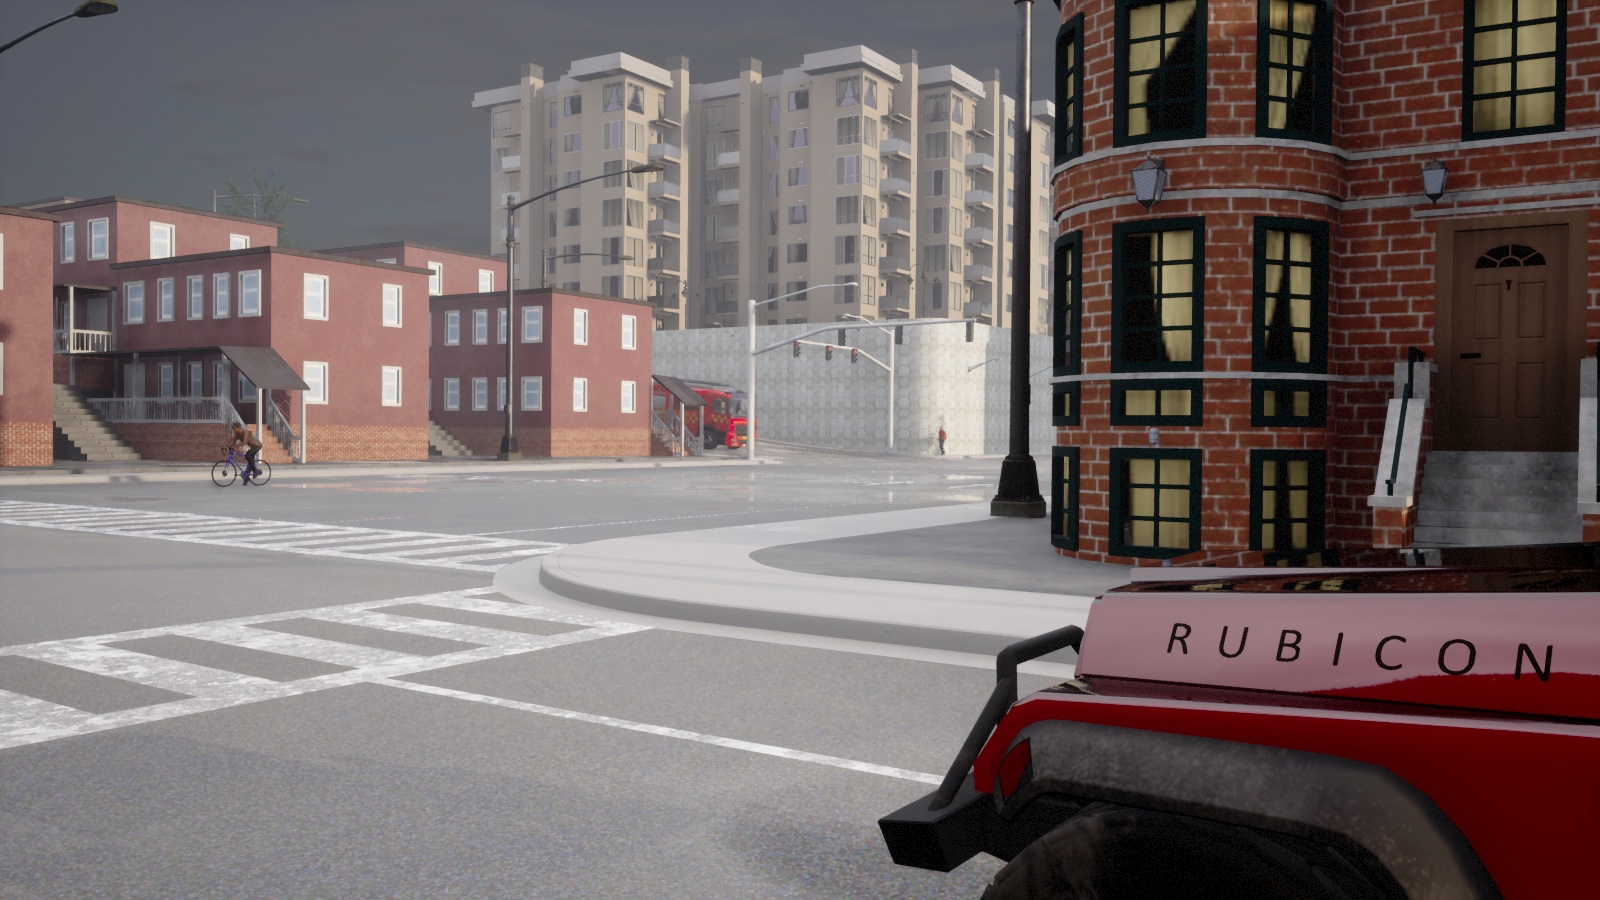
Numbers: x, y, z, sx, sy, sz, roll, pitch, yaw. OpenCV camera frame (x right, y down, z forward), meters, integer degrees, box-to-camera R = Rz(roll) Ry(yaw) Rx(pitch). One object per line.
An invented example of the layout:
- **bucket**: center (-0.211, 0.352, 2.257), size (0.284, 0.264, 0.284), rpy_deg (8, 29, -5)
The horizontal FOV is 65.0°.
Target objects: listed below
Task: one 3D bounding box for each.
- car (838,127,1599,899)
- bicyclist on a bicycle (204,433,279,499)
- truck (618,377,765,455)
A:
- **car**: center (2.219, 0.478, 2.153), size (3.866, 1.878, 1.905), rpy_deg (0, 1, 33)
- **bicyclist on a bicycle**: center (-14.082, 0.379, 31.706), size (0.582, 1.620, 1.656), rpy_deg (0, 1, 33)
- **truck**: center (-6.516, -2.077, 74.449), size (8.468, 3.827, 2.891), rpy_deg (7, 5, 33)
